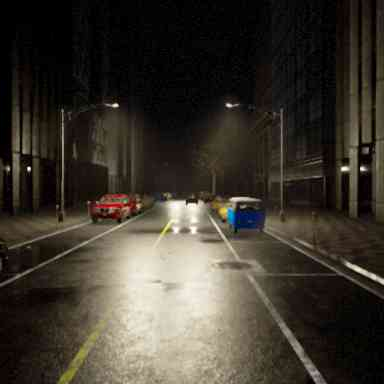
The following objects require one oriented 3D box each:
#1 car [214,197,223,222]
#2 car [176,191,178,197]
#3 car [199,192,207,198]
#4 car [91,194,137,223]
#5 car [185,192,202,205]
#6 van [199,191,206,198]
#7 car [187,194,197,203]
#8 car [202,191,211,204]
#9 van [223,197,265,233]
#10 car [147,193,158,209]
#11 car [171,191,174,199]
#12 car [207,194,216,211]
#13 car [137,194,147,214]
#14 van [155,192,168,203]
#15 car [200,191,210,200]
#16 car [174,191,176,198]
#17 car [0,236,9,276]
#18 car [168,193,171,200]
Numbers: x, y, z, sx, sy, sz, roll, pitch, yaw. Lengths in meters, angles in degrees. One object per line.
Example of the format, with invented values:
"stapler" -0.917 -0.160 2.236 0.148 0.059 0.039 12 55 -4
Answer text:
"car" 2.866 1.354 24.105 1.752 1.417 4.829 0 0 0
"car" -5.645 0.932 91.623 1.802 1.307 4.206 0 0 0
"car" 2.880 0.824 85.969 1.967 1.590 4.097 0 0 0
"car" -5.660 1.145 23.956 2.192 1.841 5.009 0 0 0
"car" 0.012 1.122 48.144 2.128 1.511 4.902 0 0 0
"van" 2.881 0.691 91.608 1.690 1.788 3.998 0 0 0
"car" 0.015 1.079 58.565 1.812 1.442 4.674 0 0 0
"car" 2.872 1.040 52.133 1.967 1.590 4.097 0 0 0
"van" 2.864 1.215 18.292 1.690 1.788 3.998 0 0 0
"car" -5.657 1.218 40.666 1.752 1.417 4.829 0 1 1
"car" -5.649 0.890 74.706 1.967 1.590 4.097 0 0 0
"car" 2.875 1.261 35.418 1.752 1.417 4.829 0 1 1
"car" -5.659 1.100 29.596 2.192 1.841 5.009 0 0 0
"van" -5.651 0.900 57.788 1.690 1.788 3.998 0 0 0
"car" 2.877 0.765 74.689 2.192 1.841 5.009 0 0 0
"car" -5.647 0.961 80.345 1.887 1.381 4.507 0 0 0
"car" -5.665 1.504 7.039 2.008 1.369 4.403 0 0 0
"car" -5.651 1.086 63.428 1.947 1.339 4.313 0 0 0
